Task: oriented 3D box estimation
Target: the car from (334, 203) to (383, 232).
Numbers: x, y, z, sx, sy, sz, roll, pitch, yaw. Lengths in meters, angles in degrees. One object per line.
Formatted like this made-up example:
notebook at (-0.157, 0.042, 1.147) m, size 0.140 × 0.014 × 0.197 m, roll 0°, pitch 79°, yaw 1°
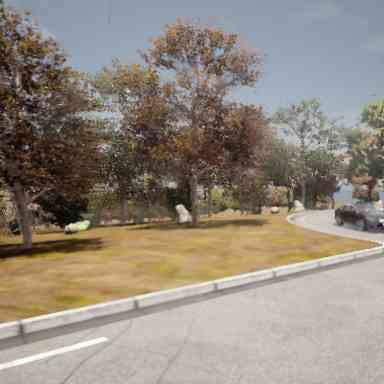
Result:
car at (10.199, 1.417, 19.821) m, size 2.128 × 1.511 × 4.902 m, roll 0°, pitch 0°, yaw 1°
